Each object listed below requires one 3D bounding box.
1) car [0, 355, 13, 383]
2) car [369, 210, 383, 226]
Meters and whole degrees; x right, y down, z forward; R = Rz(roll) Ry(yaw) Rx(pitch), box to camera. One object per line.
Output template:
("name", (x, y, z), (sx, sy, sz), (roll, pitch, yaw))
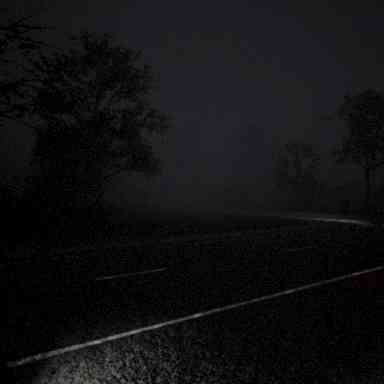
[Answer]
("car", (-3.388, 1.500, 1.302), (4.892, 1.490, 1.837), (0, 0, -36))
("car", (13.873, 1.551, 21.430), (2.128, 1.511, 4.902), (1, 0, -22))
